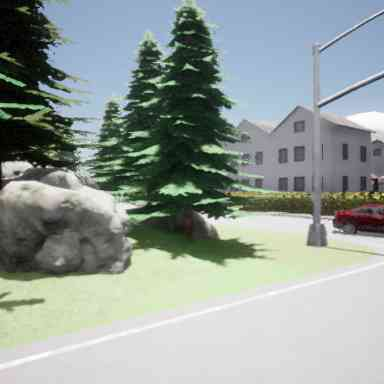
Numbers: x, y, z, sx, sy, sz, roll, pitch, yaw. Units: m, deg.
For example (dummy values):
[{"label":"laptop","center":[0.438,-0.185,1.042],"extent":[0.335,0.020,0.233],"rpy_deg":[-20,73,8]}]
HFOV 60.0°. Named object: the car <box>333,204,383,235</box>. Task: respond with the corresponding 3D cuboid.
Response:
[{"label":"car","center":[9.571,1.391,16.298],"extent":[1.882,1.535,5.008],"rpy_deg":[0,0,-42]}]
